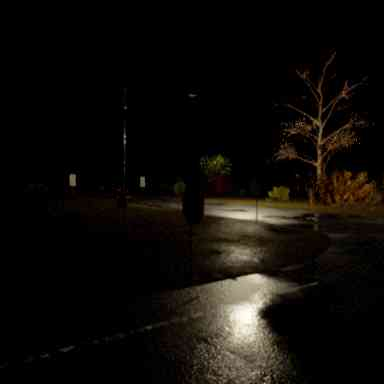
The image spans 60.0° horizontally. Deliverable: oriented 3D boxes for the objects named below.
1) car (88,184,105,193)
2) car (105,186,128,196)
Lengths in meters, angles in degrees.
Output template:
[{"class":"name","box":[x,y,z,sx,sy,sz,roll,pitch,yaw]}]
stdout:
[{"class":"car","box":[-17.103,-0.697,60.095,2.097,1.767,4.553,0,2,-35]},{"class":"car","box":[-11.567,-0.216,52.305,1.812,1.442,4.674,0,2,-35]}]
